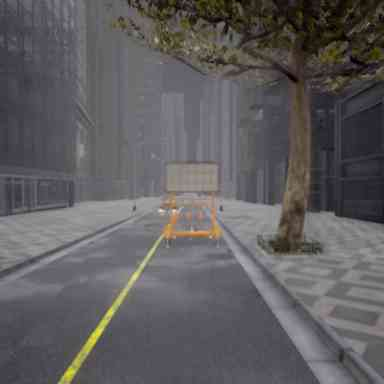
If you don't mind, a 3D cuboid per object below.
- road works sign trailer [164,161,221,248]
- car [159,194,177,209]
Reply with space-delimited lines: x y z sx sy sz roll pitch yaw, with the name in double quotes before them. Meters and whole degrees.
"road works sign trailer" 0.021 0.431 14.658 2.380 3.560 2.880 0 0 0
"car" -3.071 1.298 43.285 2.097 1.767 4.553 0 0 0
